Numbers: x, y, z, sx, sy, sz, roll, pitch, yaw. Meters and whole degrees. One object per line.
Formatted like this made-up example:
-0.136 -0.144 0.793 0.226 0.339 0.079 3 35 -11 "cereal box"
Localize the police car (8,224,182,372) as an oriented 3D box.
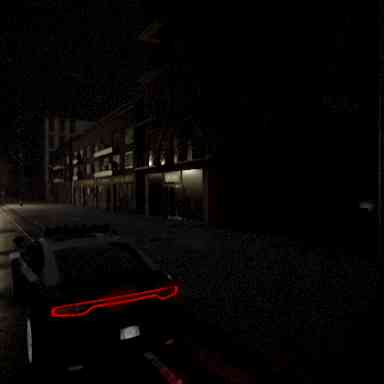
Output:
-2.097 1.410 6.024 1.930 1.638 5.238 0 0 -32 "police car"
